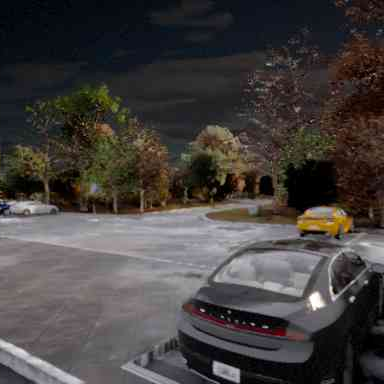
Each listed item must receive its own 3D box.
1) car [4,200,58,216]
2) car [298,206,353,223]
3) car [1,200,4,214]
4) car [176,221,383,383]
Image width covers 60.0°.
[{"bbox_3d":[-16.081,1.647,34.019,2.002,1.452,4.674,0,0,36],"label":"car"},{"bbox_3d":[7.090,1.482,17.452,2.097,1.535,5.008,0,0,36],"label":"car"},{"bbox_3d":[-18.638,1.621,35.856,2.097,1.535,5.008,0,0,36],"label":"car"},{"bbox_3d":[1.733,1.479,5.203,2.231,1.521,4.892,0,0,36],"label":"car"}]
